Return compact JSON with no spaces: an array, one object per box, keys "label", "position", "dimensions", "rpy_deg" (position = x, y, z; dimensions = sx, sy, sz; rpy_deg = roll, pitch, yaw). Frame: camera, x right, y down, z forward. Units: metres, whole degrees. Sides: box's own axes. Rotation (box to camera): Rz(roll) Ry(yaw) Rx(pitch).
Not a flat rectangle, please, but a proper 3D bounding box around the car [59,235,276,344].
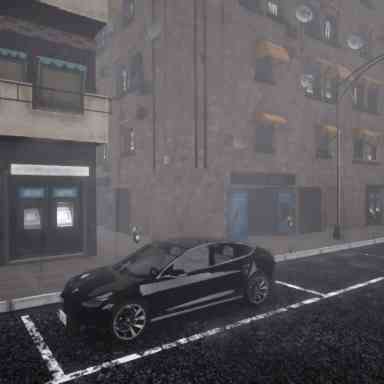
[{"label":"car","position":[-0.224,1.566,6.415],"dimensions":[4.313,1.339,1.947],"rpy_deg":[0,0,-36]}]
